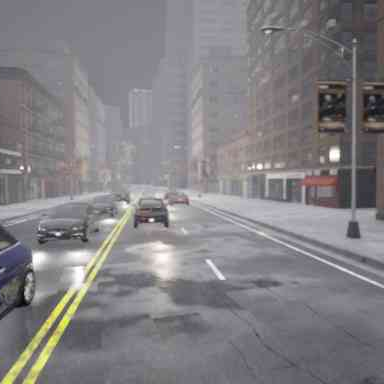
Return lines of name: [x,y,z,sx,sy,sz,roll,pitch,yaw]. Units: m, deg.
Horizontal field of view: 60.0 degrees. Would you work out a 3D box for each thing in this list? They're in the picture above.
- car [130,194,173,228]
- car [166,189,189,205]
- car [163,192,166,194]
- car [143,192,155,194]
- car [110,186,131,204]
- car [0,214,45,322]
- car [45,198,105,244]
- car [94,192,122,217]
car: [-2.326,1.087,18.909,1.837,1.490,4.892,-1,1,-7]
car: [-1.451,0.713,36.206,1.994,1.385,4.181,-1,1,-7]
car: [-3.008,0.395,47.918,1.837,1.490,4.892,-1,2,-7]
car: [-5.401,0.670,41.721,1.895,1.301,4.718,-1,1,-7]
car: [-8.489,0.365,39.710,2.150,2.045,5.566,-1,1,-8]
car: [-3.850,1.309,4.496,2.097,1.767,4.553,-1,1,-8]
car: [-5.193,1.233,14.514,1.837,1.490,4.892,-1,1,-7]
car: [-6.564,1.000,24.758,1.837,1.490,4.892,-1,1,-7]
